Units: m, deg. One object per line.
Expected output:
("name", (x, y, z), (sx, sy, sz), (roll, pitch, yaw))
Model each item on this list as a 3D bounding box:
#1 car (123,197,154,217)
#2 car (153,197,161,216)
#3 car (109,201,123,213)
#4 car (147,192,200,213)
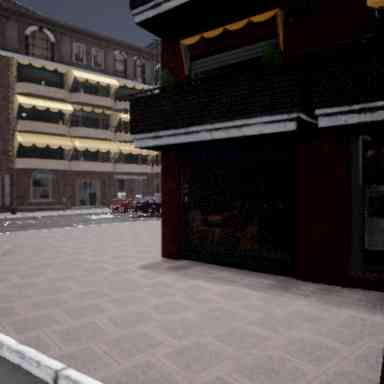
("car", (-2.507, 1.100, 26.277), (4.902, 1.511, 2.128), (-1, 1, -39))
("car", (-0.174, 1.116, 24.749), (4.829, 1.417, 1.752), (-1, 2, -39))
("car", (-5.668, 1.184, 31.081), (4.206, 1.307, 1.802), (-1, 2, -39))
("car", (-1.661, 0.895, 31.036), (4.553, 1.767, 2.097), (-1, 1, -39))
